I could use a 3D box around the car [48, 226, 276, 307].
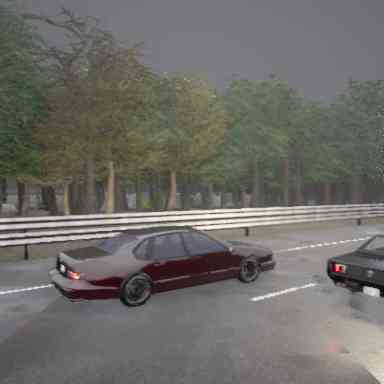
[{"bbox_3d":[-0.453,1.535,7.906,5.357,1.411,2.033,0,0,-34],"label":"car"}]

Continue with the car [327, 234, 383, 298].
[{"bbox_3d":[5.234,1.594,7.522,4.718,1.301,1.895,0,0,-34],"label":"car"}]
